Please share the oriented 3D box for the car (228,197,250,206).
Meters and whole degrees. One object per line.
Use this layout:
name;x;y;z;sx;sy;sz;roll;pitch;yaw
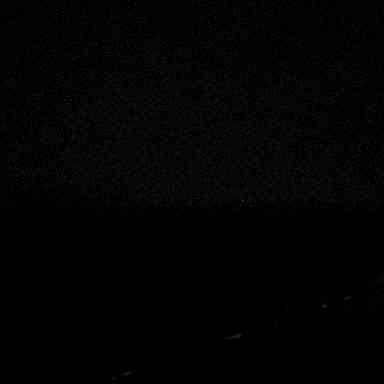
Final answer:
car;9.028;1.666;63.541;2.097;1.767;4.553;1;-1;-35
